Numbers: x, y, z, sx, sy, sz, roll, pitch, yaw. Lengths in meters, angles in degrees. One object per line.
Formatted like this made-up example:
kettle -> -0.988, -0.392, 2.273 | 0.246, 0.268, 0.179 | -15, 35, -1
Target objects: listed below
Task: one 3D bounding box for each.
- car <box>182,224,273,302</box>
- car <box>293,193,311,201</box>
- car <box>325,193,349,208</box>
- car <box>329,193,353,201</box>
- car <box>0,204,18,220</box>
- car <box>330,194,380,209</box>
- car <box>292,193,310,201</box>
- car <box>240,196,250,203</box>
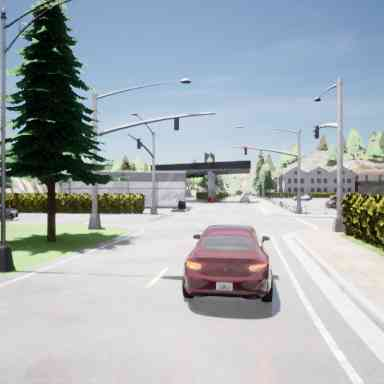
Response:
car -> 0.939, 1.524, 8.223 | 1.812, 1.442, 4.674 | 0, 0, 9
car -> 26.032, 1.063, 79.029 | 3.866, 1.878, 1.905 | 0, 0, 9
car -> 19.527, 1.323, 42.010 | 5.027, 1.636, 2.152 | 0, 0, 9
car -> 33.280, 1.084, 74.538 | 4.605, 1.855, 1.932 | 0, 0, 9
car -> -16.209, 1.487, 26.253 | 4.902, 1.511, 2.128 | 0, 0, 9
car -> 19.082, 1.333, 38.905 | 4.514, 1.523, 2.007 | 0, 0, 9
car -> 24.902, 1.348, 75.843 | 3.806, 1.475, 1.970 | 0, 0, 9
car -> 10.847, 1.514, 68.051 | 1.812, 1.442, 4.674 | 0, 0, 10
